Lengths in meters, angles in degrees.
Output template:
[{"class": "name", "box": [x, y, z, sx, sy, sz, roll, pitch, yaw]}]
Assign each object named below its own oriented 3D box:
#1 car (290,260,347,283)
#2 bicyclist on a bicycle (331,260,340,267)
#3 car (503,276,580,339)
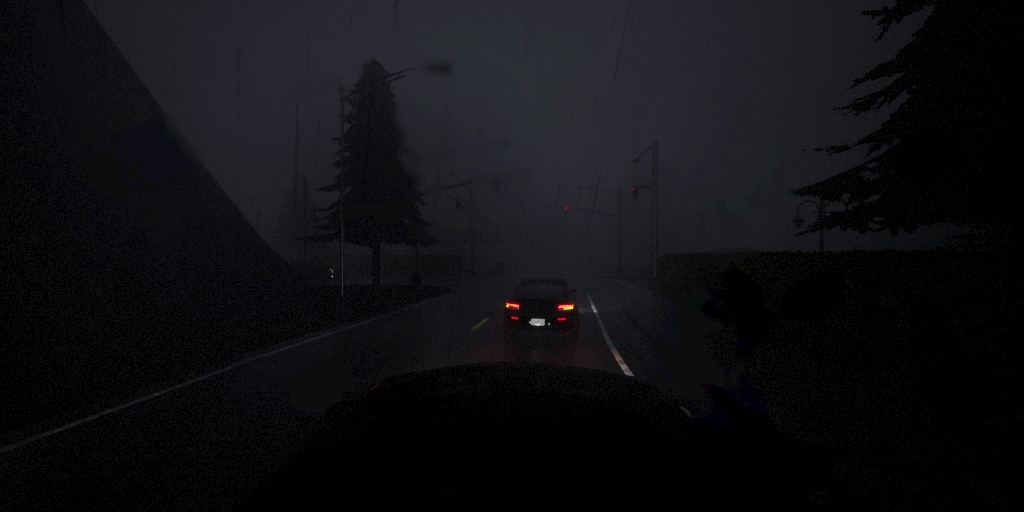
[{"class": "car", "box": [-15.341, 1.102, 27.955, 4.553, 1.767, 2.097, 0, 0, 9]}, {"class": "bicyclist on a bicycle", "box": [-17.361, 1.203, 35.377, 0.582, 1.620, 1.656, 0, 0, 8]}, {"class": "car", "box": [0.921, 1.276, 10.097, 1.812, 1.442, 4.674, 0, 0, 9]}]
